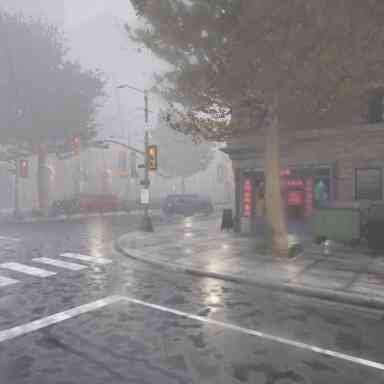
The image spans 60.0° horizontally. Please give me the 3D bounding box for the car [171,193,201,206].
[{"bbox_3d":[-0.919,1.221,55.329,2.150,2.045,5.566,0,0,36],"label":"car"}]

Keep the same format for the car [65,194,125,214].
[{"bbox_3d":[-10.422,1.221,36.201,2.150,2.045,5.566,0,0,36],"label":"car"}]

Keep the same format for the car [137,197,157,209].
[{"bbox_3d":[-4.677,1.526,44.158,1.812,1.442,4.674,0,0,36],"label":"car"}]

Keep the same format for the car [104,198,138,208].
[{"bbox_3d":[-10.186,1.595,47.892,1.895,1.301,4.718,0,0,36],"label":"car"}]

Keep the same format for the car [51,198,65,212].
[{"bbox_3d":[-13.261,1.221,38.247,2.150,2.045,5.566,0,0,36],"label":"car"}]

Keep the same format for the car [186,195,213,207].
[{"bbox_3d":[1.266,1.352,52.373,2.097,1.767,4.553,0,0,36],"label":"car"}]

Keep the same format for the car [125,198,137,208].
[{"bbox_3d":[-7.165,1.491,46.690,2.128,1.511,4.902,0,0,36],"label":"car"}]

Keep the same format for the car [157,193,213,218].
[{"bbox_3d":[-0.314,1.221,30.187,2.150,2.045,5.566,0,0,36],"label":"car"}]
